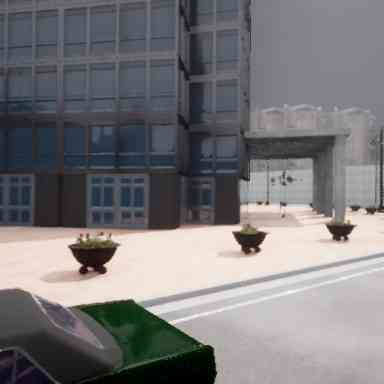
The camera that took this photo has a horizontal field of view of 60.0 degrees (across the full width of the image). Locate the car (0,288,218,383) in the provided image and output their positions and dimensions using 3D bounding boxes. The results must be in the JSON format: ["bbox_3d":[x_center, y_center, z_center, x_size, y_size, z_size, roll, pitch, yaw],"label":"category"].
[{"bbox_3d":[-2.179,1.596,2.429,4.718,1.301,1.895,1,0,-35],"label":"car"}]
